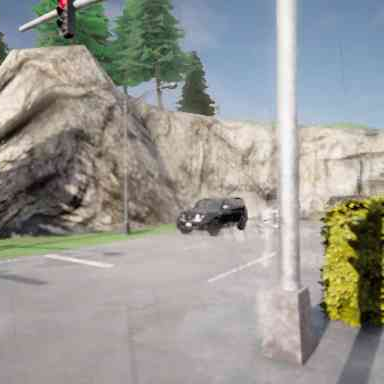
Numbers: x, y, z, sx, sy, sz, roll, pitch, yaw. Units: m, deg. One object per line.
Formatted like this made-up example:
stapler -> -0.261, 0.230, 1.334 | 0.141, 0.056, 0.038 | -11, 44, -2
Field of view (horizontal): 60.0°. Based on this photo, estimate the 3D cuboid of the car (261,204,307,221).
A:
car -> 7.570, 1.619, 27.110 | 4.674, 1.442, 1.812 | 0, 0, -41

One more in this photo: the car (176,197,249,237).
car -> 1.376, 1.321, 19.416 | 2.150, 2.045, 5.566 | -1, 0, 34

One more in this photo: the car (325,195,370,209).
car -> 13.241, 1.266, 26.630 | 5.566, 2.045, 2.150 | 0, -2, -24
